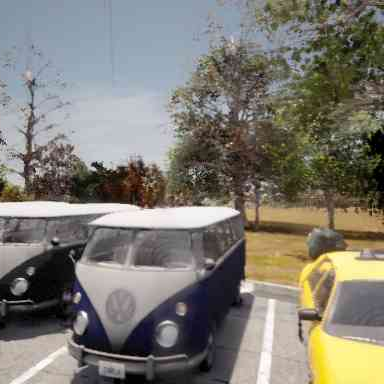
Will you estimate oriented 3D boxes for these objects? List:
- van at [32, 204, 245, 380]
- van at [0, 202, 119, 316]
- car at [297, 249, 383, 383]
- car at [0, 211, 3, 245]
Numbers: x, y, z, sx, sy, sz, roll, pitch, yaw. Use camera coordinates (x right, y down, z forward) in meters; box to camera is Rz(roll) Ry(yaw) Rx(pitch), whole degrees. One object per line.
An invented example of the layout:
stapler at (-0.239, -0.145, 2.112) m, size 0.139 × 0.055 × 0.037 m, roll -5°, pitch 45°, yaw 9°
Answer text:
van at (-0.218, 1.261, 5.530) m, size 1.878 × 1.987 × 4.442 m, roll 1°, pitch -1°, yaw 16°
van at (-2.644, 1.263, 7.258) m, size 1.878 × 1.987 × 4.442 m, roll 1°, pitch -1°, yaw 16°
car at (2.182, 1.481, 3.732) m, size 1.946 × 1.575 × 5.366 m, roll 0°, pitch -1°, yaw 16°
car at (-9.883, 1.537, 12.556) m, size 2.002 × 1.452 × 4.674 m, roll 1°, pitch -1°, yaw 16°
